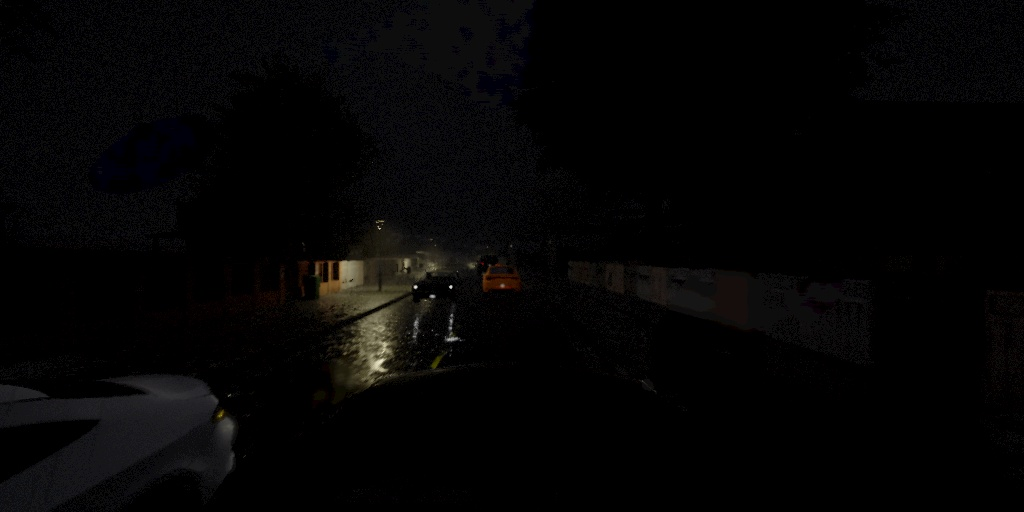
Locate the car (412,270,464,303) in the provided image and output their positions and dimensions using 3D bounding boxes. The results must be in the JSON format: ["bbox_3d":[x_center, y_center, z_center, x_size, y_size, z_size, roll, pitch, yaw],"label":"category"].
[{"bbox_3d":[-3.370,1.351,16.883,1.895,1.301,4.718,0,0,-4],"label":"car"}]

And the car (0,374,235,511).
[{"bbox_3d":[-2.887,1.283,0.691,1.812,1.442,4.674,0,0,0],"label":"car"}]

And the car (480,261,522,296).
[{"bbox_3d":[-0.596,1.220,19.247,1.882,1.535,5.008,0,0,-4],"label":"car"}]

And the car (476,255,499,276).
[{"bbox_3d":[-2.556,0.968,37.960,2.150,2.045,5.566,0,0,-8],"label":"car"}]
